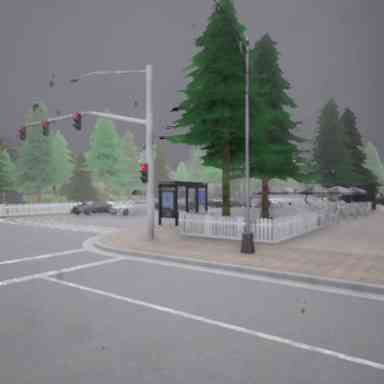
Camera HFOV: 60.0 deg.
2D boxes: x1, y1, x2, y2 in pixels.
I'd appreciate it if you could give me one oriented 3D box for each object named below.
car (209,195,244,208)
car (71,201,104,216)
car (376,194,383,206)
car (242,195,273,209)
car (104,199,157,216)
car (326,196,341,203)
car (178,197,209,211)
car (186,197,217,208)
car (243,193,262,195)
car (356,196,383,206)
[{"bbox_3d":[5.212,1.529,46.621,5.357,1.411,2.033,0,0,-45],"label":"car"},{"bbox_3d":[-9.794,1.553,32.859,1.994,1.385,4.181,0,0,36],"label":"car"},{"bbox_3d":[31.904,1.171,51.578,5.566,2.045,2.150,0,0,-6],"label":"car"},{"bbox_3d":[9.227,1.538,45.179,4.181,1.385,1.994,0,0,-43],"label":"car"},{"bbox_3d":[-5.879,1.509,32.325,1.812,1.442,4.674,0,0,36],"label":"car"},{"bbox_3d":[21.869,1.313,48.959,4.553,1.767,2.097,0,0,-24],"label":"car"},{"bbox_3d":[-0.507,1.335,39.550,2.097,1.767,4.553,0,0,38],"label":"car"},{"bbox_3d":[1.460,1.513,47.437,1.812,1.442,4.674,0,0,42],"label":"car"},{"bbox_3d":[9.364,1.205,54.341,5.566,2.045,2.150,0,0,-34],"label":"car"},{"bbox_3d":[29.973,1.444,54.755,4.902,1.511,2.128,0,0,-8],"label":"car"}]
